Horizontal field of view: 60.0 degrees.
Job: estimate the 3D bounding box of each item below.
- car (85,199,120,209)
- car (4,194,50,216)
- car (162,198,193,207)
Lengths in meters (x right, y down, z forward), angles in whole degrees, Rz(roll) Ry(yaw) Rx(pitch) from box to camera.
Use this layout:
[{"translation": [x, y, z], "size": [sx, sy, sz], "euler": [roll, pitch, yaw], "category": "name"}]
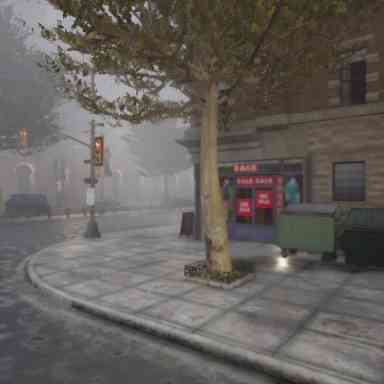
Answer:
[{"translation": [-12.102, 1.574, 45.213], "size": [1.895, 1.301, 4.718], "euler": [0, 0, 36], "category": "car"}, {"translation": [-15.453, 1.204, 29.351], "size": [2.150, 2.045, 5.566], "euler": [0, 0, 36], "category": "car"}, {"translation": [-2.038, 1.530, 47.711], "size": [2.033, 1.411, 5.357], "euler": [0, 0, 36], "category": "car"}]
